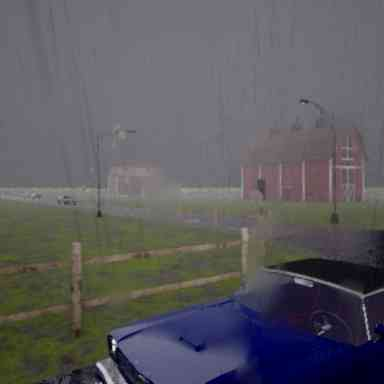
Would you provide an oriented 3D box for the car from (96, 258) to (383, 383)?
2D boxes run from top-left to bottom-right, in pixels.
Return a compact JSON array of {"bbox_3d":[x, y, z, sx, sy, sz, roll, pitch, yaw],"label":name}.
[{"bbox_3d":[1.400,1.594,3.924,4.718,1.301,1.895,0,0,-35],"label":"car"}]

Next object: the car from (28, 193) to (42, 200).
[{"bbox_3d":[-37.444,1.030,80.123,1.837,1.490,4.892,-2,1,-36],"label":"car"}]

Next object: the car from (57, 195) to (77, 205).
[{"bbox_3d":[-18.804,1.260,49.887,1.837,1.490,4.892,-2,1,-36],"label":"car"}]
